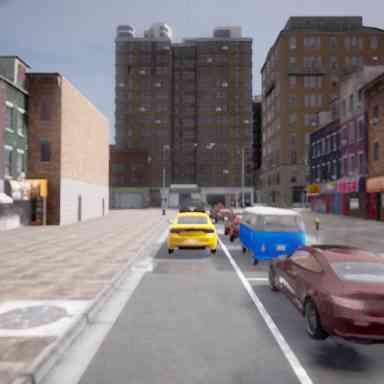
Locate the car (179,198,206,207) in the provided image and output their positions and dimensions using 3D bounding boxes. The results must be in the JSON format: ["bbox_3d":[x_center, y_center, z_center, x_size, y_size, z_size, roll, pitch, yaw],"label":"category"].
[{"bbox_3d":[0.005,1.543,29.017,2.150,2.045,5.566,0,-1,0],"label":"car"}]

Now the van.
[{"bbox_3d":[2.659,1.463,11.770,1.690,1.788,3.998,1,-1,0],"label":"van"}]

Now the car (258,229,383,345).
[{"bbox_3d":[2.654,1.646,6.330,1.802,1.307,4.206,1,-1,0],"label":"car"}]

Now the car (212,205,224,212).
[{"bbox_3d":[2.656,1.897,28.081,1.802,1.307,4.206,1,-1,0],"label":"car"}]

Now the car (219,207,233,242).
[{"bbox_3d":[2.656,1.728,17.205,1.887,1.381,4.507,1,-1,0],"label":"car"}]

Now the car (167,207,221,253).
[{"bbox_3d":[0.009,1.630,14.490,1.882,1.535,5.008,0,0,0],"label":"car"}]

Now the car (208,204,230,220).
[{"bbox_3d":[2.656,1.964,33.519,1.802,1.307,4.206,1,-1,0],"label":"car"}]
